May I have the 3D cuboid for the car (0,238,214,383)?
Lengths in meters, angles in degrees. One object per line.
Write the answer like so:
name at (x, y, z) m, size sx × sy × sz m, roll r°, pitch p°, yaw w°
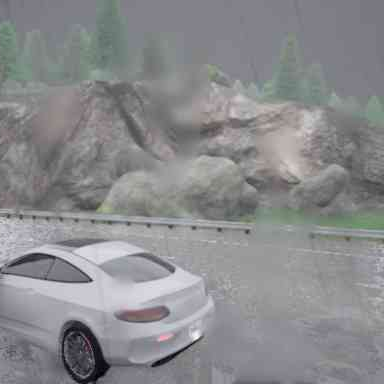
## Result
car at (-1.881, 1.475, 5.267) m, size 4.674 × 1.442 × 1.812 m, roll 0°, pitch 0°, yaw 34°
